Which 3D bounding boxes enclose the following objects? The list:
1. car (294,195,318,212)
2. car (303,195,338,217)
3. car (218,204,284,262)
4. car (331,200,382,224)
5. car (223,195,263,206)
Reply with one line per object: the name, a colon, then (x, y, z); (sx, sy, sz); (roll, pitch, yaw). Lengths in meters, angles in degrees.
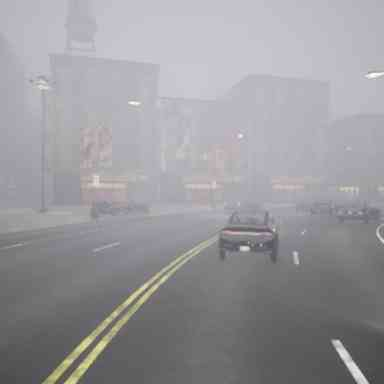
car: (12.315, 1.141, 33.564); (4.553, 1.767, 2.097); (0, 1, -37)
car: (11.736, 1.321, 28.245); (2.128, 1.511, 4.902); (1, 1, 44)
car: (2.178, 1.403, 11.905); (2.128, 1.511, 4.902); (0, 0, 16)
car: (12.060, 1.415, 23.795); (2.033, 1.411, 5.357); (1, 1, 41)
car: (4.826, 1.120, 31.226); (2.097, 1.767, 4.553); (1, 1, 43)
